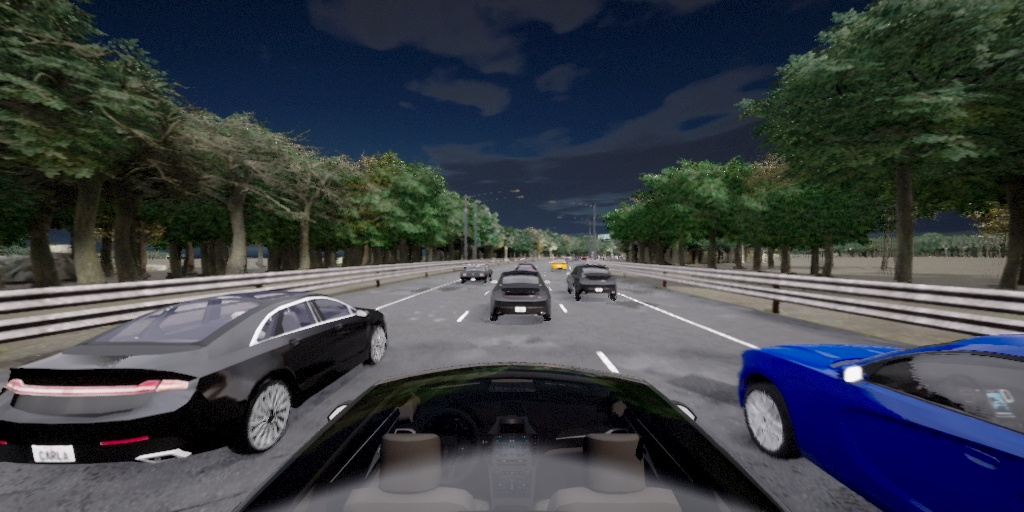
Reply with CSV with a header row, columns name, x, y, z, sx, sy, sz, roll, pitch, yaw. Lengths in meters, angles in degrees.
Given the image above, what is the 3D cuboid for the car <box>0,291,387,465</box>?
name,x,y,z,sx,sy,sz,roll,pitch,yaw
car,-3.344,1.236,5.059,2.128,1.511,4.902,0,0,1

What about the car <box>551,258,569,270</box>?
name,x,y,z,sx,sy,sz,roll,pitch,yaw
car,6.108,1.146,46.906,1.882,1.535,5.008,0,0,7

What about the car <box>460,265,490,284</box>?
name,x,y,z,sx,sy,sz,roll,pitch,yaw
car,-2.530,1.324,26.953,1.895,1.301,4.718,0,0,4

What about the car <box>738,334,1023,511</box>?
name,x,y,z,sx,sy,sz,roll,pitch,yaw
car,3.439,1.192,1.985,1.882,1.535,5.008,0,0,0

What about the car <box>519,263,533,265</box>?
name,x,y,z,sx,sy,sz,roll,pitch,yaw
car,1.156,1.287,29.394,1.994,1.385,4.181,0,0,4

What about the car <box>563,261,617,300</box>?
name,x,y,z,sx,sy,sz,roll,pitch,yaw
car,3.806,1.189,17.625,1.837,1.490,4.892,0,0,3

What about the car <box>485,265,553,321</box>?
name,x,y,z,sx,sy,sz,roll,pitch,yaw
car,0.305,1.246,12.488,1.837,1.490,4.892,0,0,2
